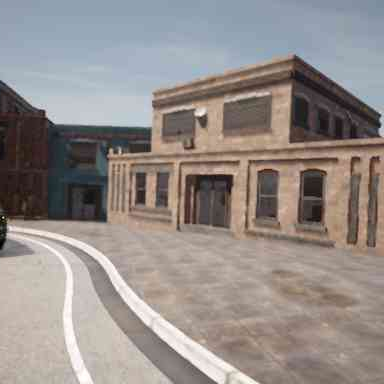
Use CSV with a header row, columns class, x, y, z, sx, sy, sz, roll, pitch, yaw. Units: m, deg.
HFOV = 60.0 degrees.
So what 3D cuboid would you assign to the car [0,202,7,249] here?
class,x,y,z,sx,sy,sz,roll,pitch,yaw
car,-8.481,0.951,12.306,2.150,2.045,5.566,2,-1,-40
